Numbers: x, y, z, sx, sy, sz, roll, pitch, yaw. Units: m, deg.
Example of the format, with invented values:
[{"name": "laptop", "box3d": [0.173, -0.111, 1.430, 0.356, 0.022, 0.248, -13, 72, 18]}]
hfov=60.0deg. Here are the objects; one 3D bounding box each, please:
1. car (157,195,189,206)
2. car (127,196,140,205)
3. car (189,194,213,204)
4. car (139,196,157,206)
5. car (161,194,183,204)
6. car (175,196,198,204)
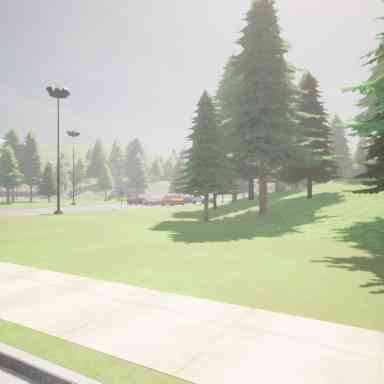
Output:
[{"name": "car", "box3d": [-3.066, 1.353, 54.895, 2.097, 1.767, 4.553, 0, 0, 32]}, {"name": "car", "box3d": [-9.291, 1.493, 58.139, 2.128, 1.511, 4.902, 0, 0, 32]}, {"name": "car", "box3d": [2.048, 1.223, 63.430, 2.150, 2.045, 5.566, 0, 0, 31]}, {"name": "car", "box3d": [-6.271, 1.602, 56.366, 1.895, 1.301, 4.718, 0, 0, 32]}, {"name": "car", "box3d": [-3.968, 1.354, 67.010, 2.097, 1.767, 4.553, 0, 0, 31]}, {"name": "car", "box3d": [-0.960, 1.549, 65.220, 2.033, 1.411, 5.357, 0, 0, 31]}]
